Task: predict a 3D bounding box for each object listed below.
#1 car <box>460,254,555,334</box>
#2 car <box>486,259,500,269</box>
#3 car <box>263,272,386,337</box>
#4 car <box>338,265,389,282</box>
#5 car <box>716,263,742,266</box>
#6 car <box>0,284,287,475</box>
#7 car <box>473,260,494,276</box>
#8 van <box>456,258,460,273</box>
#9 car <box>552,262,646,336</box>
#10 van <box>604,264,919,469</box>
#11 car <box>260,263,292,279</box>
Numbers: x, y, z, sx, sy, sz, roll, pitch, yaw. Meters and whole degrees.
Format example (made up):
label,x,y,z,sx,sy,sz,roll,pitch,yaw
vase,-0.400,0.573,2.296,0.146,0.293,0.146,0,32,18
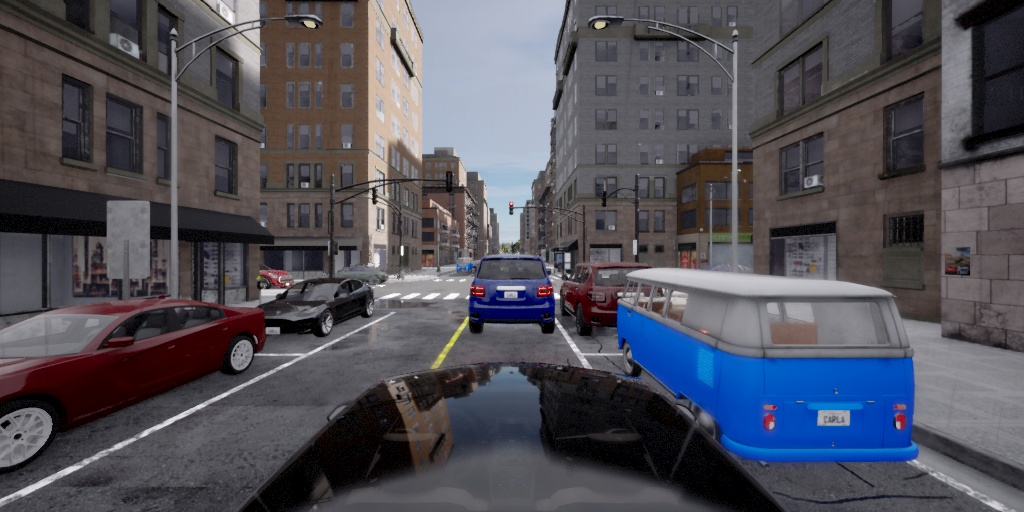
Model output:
label,x,y,z,sx,sy,sz,roll,pitch,yaw
car,0.036,0.971,10.802,2.150,2.045,5.566,0,0,1
car,-3.018,1.234,58.157,2.128,1.511,4.902,0,0,0
car,-5.410,1.316,10.273,1.948,1.339,4.313,0,0,0
car,-10.888,1.350,25.212,4.181,1.385,1.994,0,0,-7
car,14.684,1.225,25.215,5.357,1.411,2.033,0,0,0
car,-5.391,1.295,4.762,1.888,1.381,4.507,0,0,0
car,-2.966,1.251,38.237,1.837,1.490,4.892,0,0,0
van,-5.537,1.086,42.237,1.690,1.789,3.998,0,0,0
car,2.615,1.065,10.300,2.192,1.841,5.009,0,0,0
van,2.634,1.091,4.788,1.690,1.789,3.998,0,0,0
car,-16.085,1.164,22.117,4.553,1.767,2.097,0,0,0
